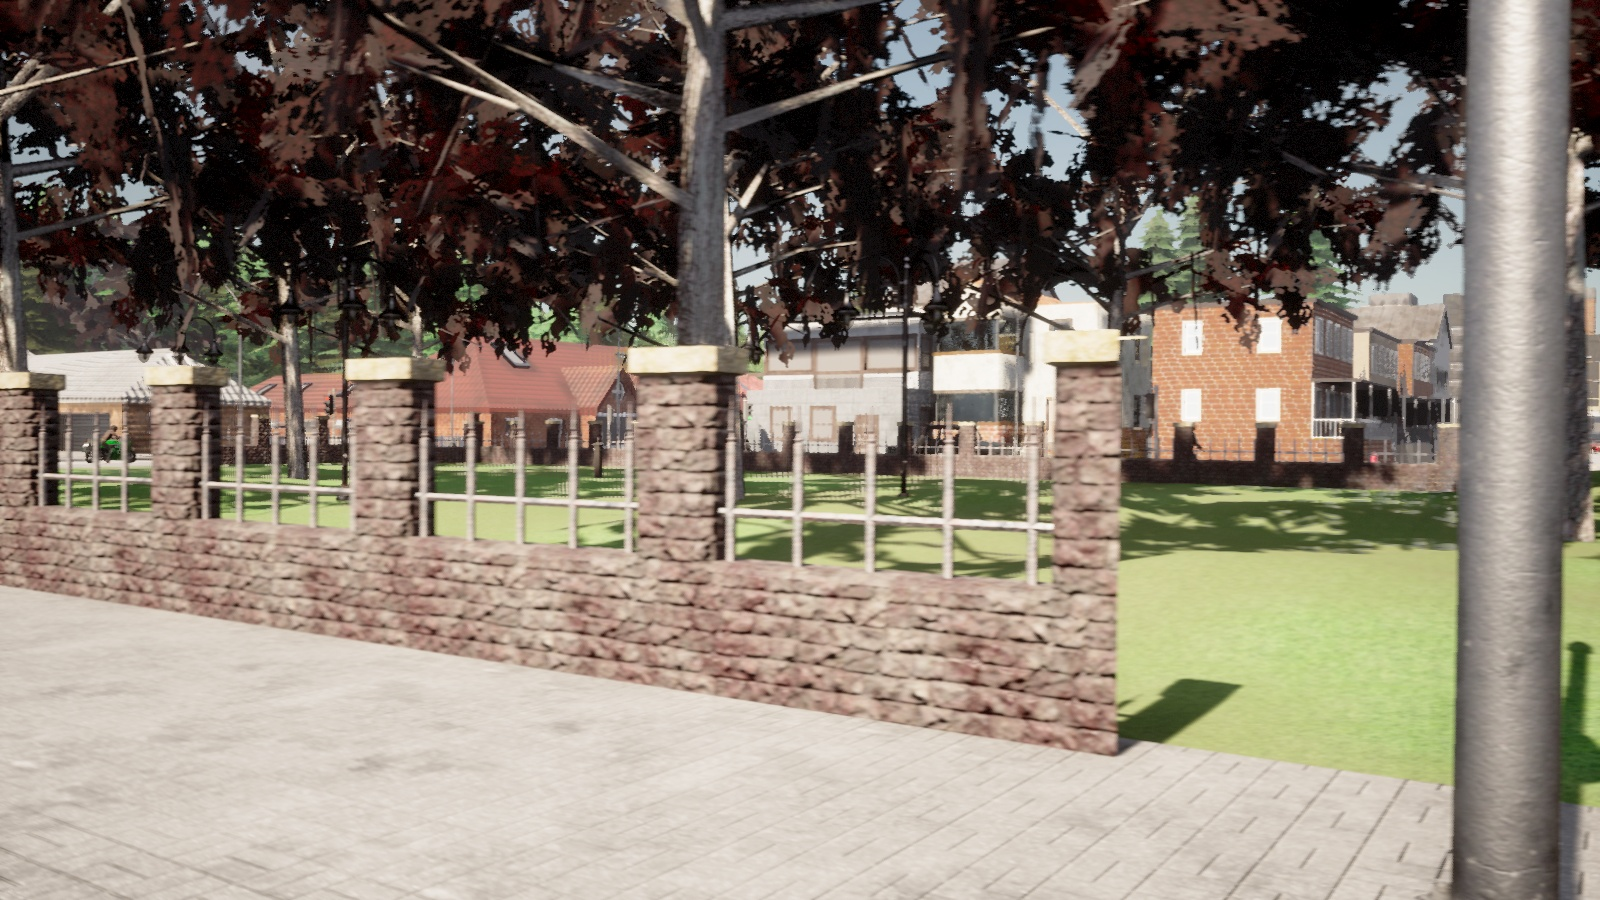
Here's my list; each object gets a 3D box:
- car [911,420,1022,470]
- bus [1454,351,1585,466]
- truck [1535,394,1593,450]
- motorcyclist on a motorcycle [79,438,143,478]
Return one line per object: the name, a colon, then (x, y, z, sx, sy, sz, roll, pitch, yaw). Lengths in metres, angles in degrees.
car: (6.545, -0.206, 49.364, 3.866, 1.878, 1.905, 0, 1, 32)
bus: (29.862, -1.624, 51.855, 3.944, 4.253, 10.273, 0, 1, 34)
truck: (49.859, -1.820, 81.878, 2.891, 3.462, 7.936, 0, 1, 34)
motorcyclist on a motorcycle: (-26.643, 0.291, 48.597, 0.797, 1.523, 2.044, 0, 1, 32)
